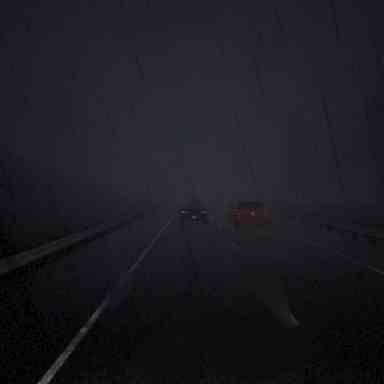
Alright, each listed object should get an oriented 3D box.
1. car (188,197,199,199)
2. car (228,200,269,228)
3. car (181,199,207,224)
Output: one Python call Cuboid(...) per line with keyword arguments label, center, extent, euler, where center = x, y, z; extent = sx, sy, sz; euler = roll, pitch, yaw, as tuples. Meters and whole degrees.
Cuboid(label="car", center=(0.158, 1.446, 41.350), extent=(1.837, 1.490, 4.892), euler=(0, 0, 0))
Cuboid(label="car", center=(3.633, 1.322, 21.976), extent=(2.097, 1.767, 4.553), euler=(0, 0, 0))
Cuboid(label="car", center=(0.143, 1.492, 24.291), extent=(1.812, 1.442, 4.674), euler=(0, 0, 0))
